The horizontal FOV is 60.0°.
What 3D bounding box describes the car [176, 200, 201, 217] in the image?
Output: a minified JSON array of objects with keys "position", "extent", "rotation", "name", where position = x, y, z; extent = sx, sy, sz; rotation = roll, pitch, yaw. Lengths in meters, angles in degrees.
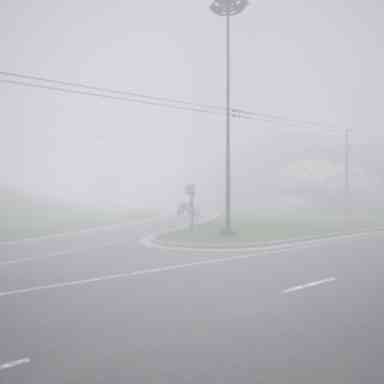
[{"position":[-0.313,1.499,31.479],"extent":[1.837,1.490,4.892],"rotation":[1,0,6],"name":"car"}]
